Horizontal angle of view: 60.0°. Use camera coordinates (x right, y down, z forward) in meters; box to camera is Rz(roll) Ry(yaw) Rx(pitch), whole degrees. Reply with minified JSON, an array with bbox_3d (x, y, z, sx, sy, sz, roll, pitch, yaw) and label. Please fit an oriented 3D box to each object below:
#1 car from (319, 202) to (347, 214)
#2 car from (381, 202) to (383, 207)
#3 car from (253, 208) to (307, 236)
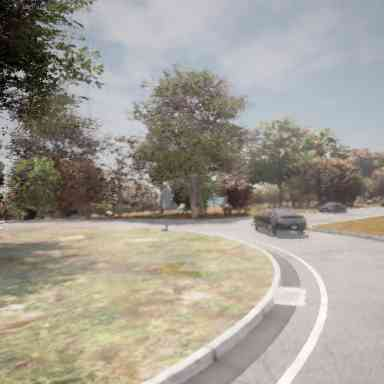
[{"bbox_3d":[16.874,1.866,39.841,4.181,1.385,1.994,0,-1,-44],"label":"car"},{"bbox_3d":[33.074,1.856,55.275,4.181,1.385,1.994,0,-1,-44],"label":"car"},{"bbox_3d":[5.091,1.688,19.868,2.128,1.511,4.902,-1,-1,-7],"label":"car"}]
